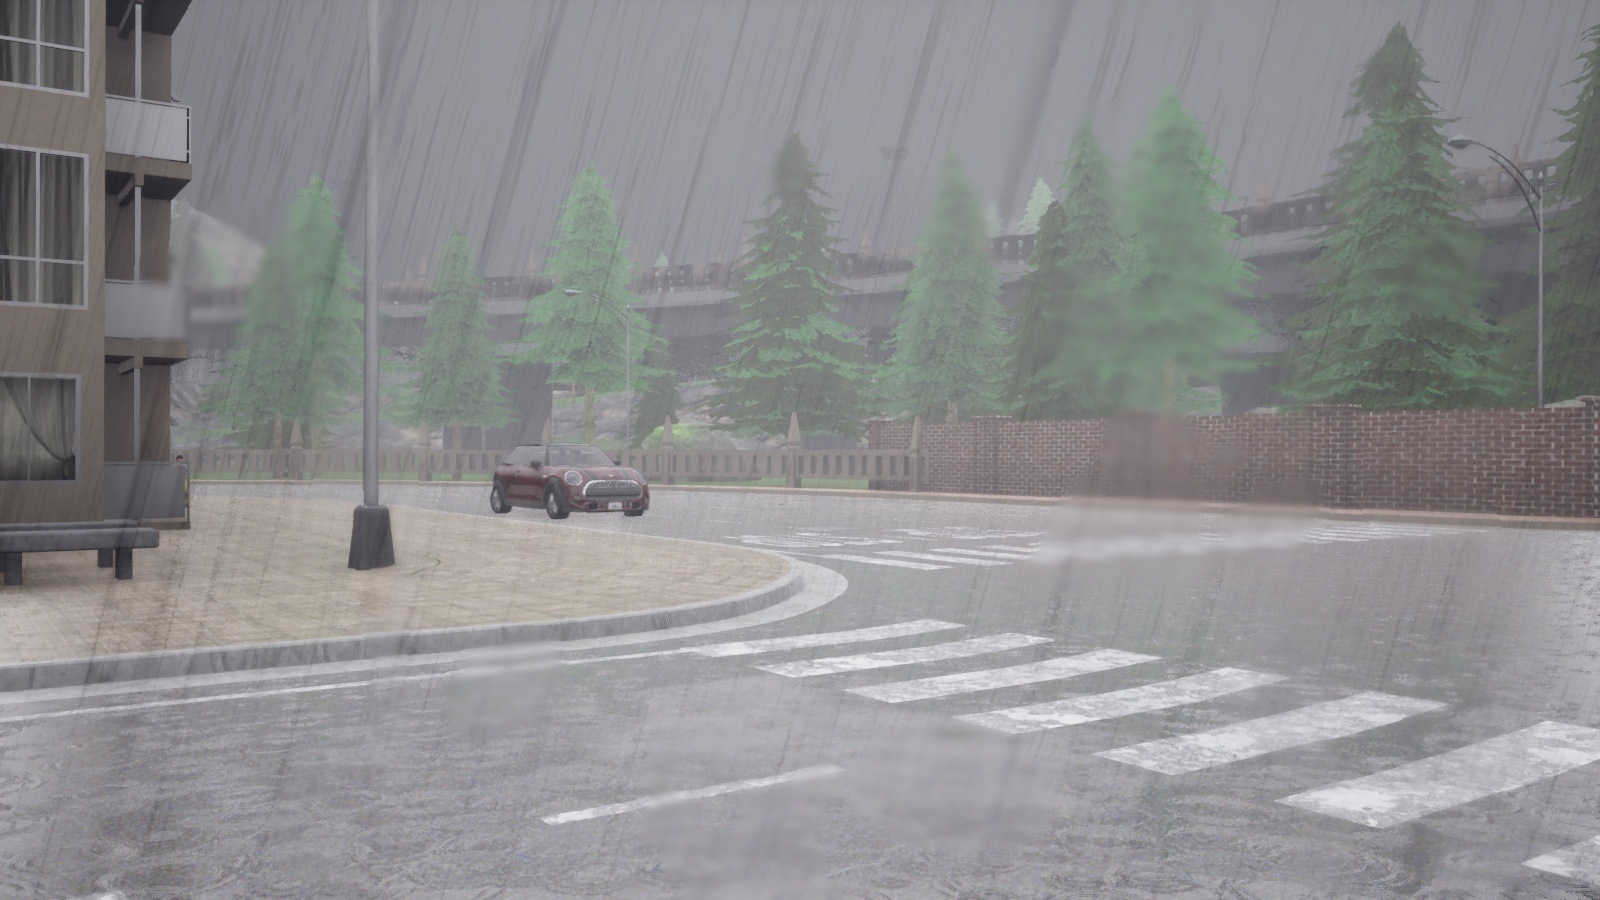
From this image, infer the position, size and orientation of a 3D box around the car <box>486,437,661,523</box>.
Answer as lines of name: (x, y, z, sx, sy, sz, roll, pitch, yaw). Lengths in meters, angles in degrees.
car: (-5.196, 0.628, 28.327, 2.097, 1.767, 4.553, 0, 0, -36)
